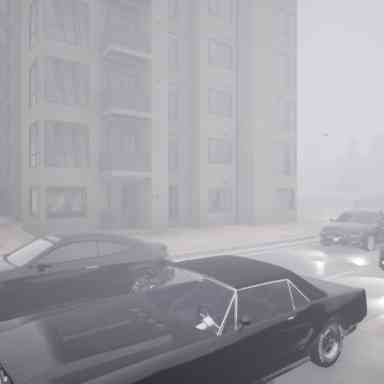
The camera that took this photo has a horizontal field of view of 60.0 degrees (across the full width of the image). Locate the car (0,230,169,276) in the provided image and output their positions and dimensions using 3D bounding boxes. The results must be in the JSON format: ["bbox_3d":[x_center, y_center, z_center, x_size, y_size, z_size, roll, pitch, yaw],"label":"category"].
[{"bbox_3d":[-2.524,1.526,6.547,4.674,1.442,1.812,0,0,-36],"label":"car"}]

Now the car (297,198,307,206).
[{"bbox_3d":[16.394,1.601,54.732,1.895,1.301,4.718,0,0,-33],"label":"car"}]

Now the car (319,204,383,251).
[{"bbox_3d":[7.238,1.502,14.165,4.892,1.490,1.837,-1,1,-42],"label":"car"}]

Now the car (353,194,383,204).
[{"bbox_3d":[22.717,1.221,41.459,2.150,2.045,5.566,0,0,-13],"label":"car"}]

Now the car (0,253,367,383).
[{"bbox_3d":[0.162,1.601,4.155,4.718,1.301,1.895,0,0,-37],"label":"car"}]

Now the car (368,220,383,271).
[{"bbox_3d":[7.077,1.564,9.549,4.181,1.385,1.994,0,0,-40],"label":"car"}]

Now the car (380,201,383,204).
[{"bbox_3d":[14.205,1.564,22.569,1.994,1.385,4.181,0,0,25],"label":"car"}]
